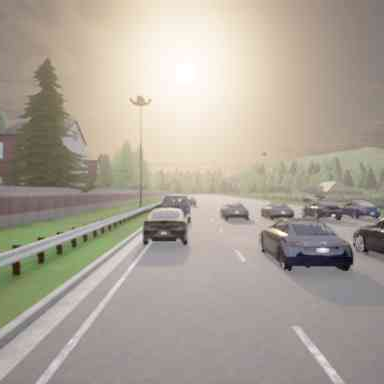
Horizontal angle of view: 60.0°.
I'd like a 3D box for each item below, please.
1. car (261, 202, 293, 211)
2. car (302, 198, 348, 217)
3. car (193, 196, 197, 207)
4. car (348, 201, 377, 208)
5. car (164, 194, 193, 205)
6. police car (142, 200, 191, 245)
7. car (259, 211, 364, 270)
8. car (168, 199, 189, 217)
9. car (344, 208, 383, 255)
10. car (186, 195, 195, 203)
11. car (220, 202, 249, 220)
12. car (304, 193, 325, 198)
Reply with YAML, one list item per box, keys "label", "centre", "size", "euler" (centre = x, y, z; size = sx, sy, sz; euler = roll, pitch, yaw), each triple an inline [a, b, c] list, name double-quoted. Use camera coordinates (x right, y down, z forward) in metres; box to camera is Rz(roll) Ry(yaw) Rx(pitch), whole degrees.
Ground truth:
- label: "car"
  centre: [6.972, 1.538, 27.495]
  size: [1.994, 1.385, 4.181]
  euler: [0, 0, 0]
- label: "car"
  centre: [10.472, 1.480, 27.065]
  size: [1.837, 1.490, 4.892]
  euler: [0, 0, 0]
- label: "car"
  centre: [-0.239, 1.438, 51.166]
  size: [2.128, 1.511, 4.902]
  euler: [0, 0, 0]
- label: "car"
  centre: [13.968, 1.502, 28.087]
  size: [1.812, 1.442, 4.674]
  euler: [0, 0, 0]
- label: "car"
  centre: [-1.171, 1.197, 25.580]
  size: [2.150, 2.045, 5.566]
  euler: [0, 0, 0]
- label: "police car"
  centre: [-1.125, 1.409, 15.660]
  size: [1.930, 1.638, 5.238]
  euler: [0, 0, 0]
- label: "car"
  centre: [3.548, 1.554, 11.046]
  size: [1.994, 1.385, 4.181]
  euler: [0, 0, 0]
- label: "car"
  centre: [-1.199, 1.472, 31.550]
  size: [1.837, 1.490, 4.892]
  euler: [0, 0, 0]
- label: "car"
  centre: [7.049, 1.496, 10.705]
  size: [1.837, 1.490, 4.892]
  euler: [0, 0, 0]
- label: "car"
  centre: [-0.309, 1.436, 66.175]
  size: [1.837, 1.490, 4.892]
  euler: [0, 0, 0]
- label: "car"
  centre: [3.469, 1.536, 27.693]
  size: [1.994, 1.385, 4.181]
  euler: [0, 0, 0]
- label: "car"
  centre: [22.631, 1.157, 61.771]
  size: [3.866, 1.878, 1.905]
  euler: [0, 0, 0]
